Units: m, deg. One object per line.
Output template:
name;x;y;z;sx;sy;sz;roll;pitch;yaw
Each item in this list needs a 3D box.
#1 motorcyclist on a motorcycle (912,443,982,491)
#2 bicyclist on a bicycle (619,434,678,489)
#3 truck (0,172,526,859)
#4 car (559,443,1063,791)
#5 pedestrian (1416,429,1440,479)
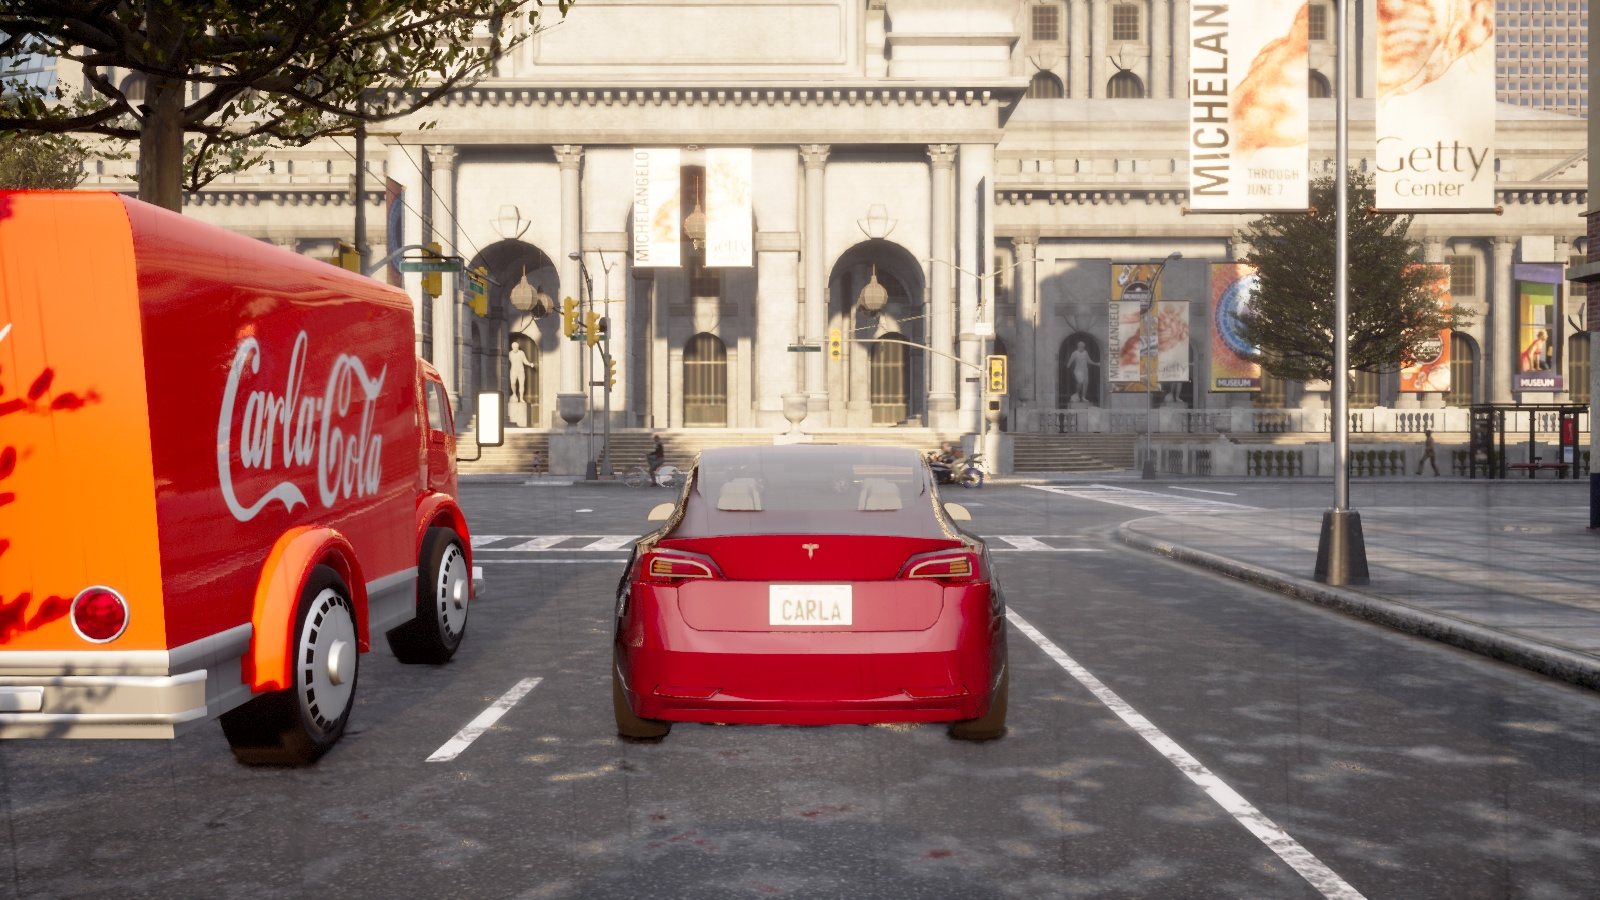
motorcyclist on a motorcycle;4.782;0.554;40.939;2.191;1.530;0.866;0;0;1
bicyclist on a bicycle;-4.947;0.381;41.031;1.843;1.776;0.659;0;0;1
truck;-3.445;0.218;7.117;2.627;2.467;5.204;0;0;0
car;0.058;0.702;7.783;2.163;1.488;4.792;0;0;0
pedestrian;24.128;0.150;48.255;0.692;1.930;0.396;0;0;-8
